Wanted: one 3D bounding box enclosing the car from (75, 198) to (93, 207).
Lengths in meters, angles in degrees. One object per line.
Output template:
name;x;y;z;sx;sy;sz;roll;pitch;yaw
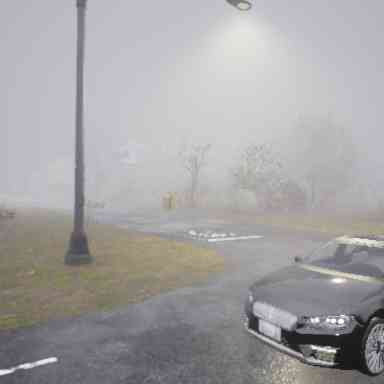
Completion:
car;-18.916;1.885;58.159;1.812;1.442;4.674;1;-1;-32

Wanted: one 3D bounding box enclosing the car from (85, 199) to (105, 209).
car;-15.297;1.933;52.342;1.895;1.301;4.718;1;-1;-31

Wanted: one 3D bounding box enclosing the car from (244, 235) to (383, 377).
car;3.064;1.542;5.678;4.902;1.511;2.128;0;0;-33
